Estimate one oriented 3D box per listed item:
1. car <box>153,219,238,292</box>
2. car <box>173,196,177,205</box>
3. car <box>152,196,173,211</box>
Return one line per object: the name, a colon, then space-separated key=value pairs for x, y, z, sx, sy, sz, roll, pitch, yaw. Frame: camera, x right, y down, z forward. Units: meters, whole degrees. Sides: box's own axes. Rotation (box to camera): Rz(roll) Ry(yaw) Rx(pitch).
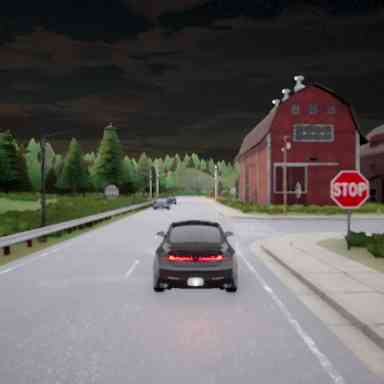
car: x=0.080 y=1.491 z=8.856 sx=1.837 sy=1.490 sz=4.892 roll=0 pitch=0 yaw=0
car: x=-3.555 y=1.459 z=57.051 sx=2.033 sy=1.411 sz=5.357 roll=0 pitch=0 yaw=1
car: x=-3.591 y=1.464 z=40.039 sx=1.812 sy=1.442 sz=4.674 roll=0 pitch=0 yaw=0
